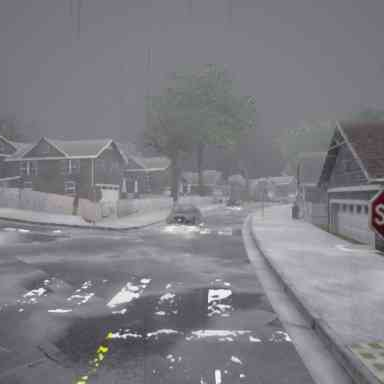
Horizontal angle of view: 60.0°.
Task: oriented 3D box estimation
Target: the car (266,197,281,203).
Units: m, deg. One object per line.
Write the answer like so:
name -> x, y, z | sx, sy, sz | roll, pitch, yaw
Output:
car -> 17.851, 1.747, 72.563 | 2.033, 1.411, 5.357 | 0, -1, 30

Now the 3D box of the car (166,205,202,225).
car -> -0.486, 1.610, 23.627 | 1.994, 1.385, 4.181 | 0, 1, 10

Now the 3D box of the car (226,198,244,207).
car -> 6.342, 1.533, 48.654 | 1.994, 1.385, 4.181 | 0, 0, 20
